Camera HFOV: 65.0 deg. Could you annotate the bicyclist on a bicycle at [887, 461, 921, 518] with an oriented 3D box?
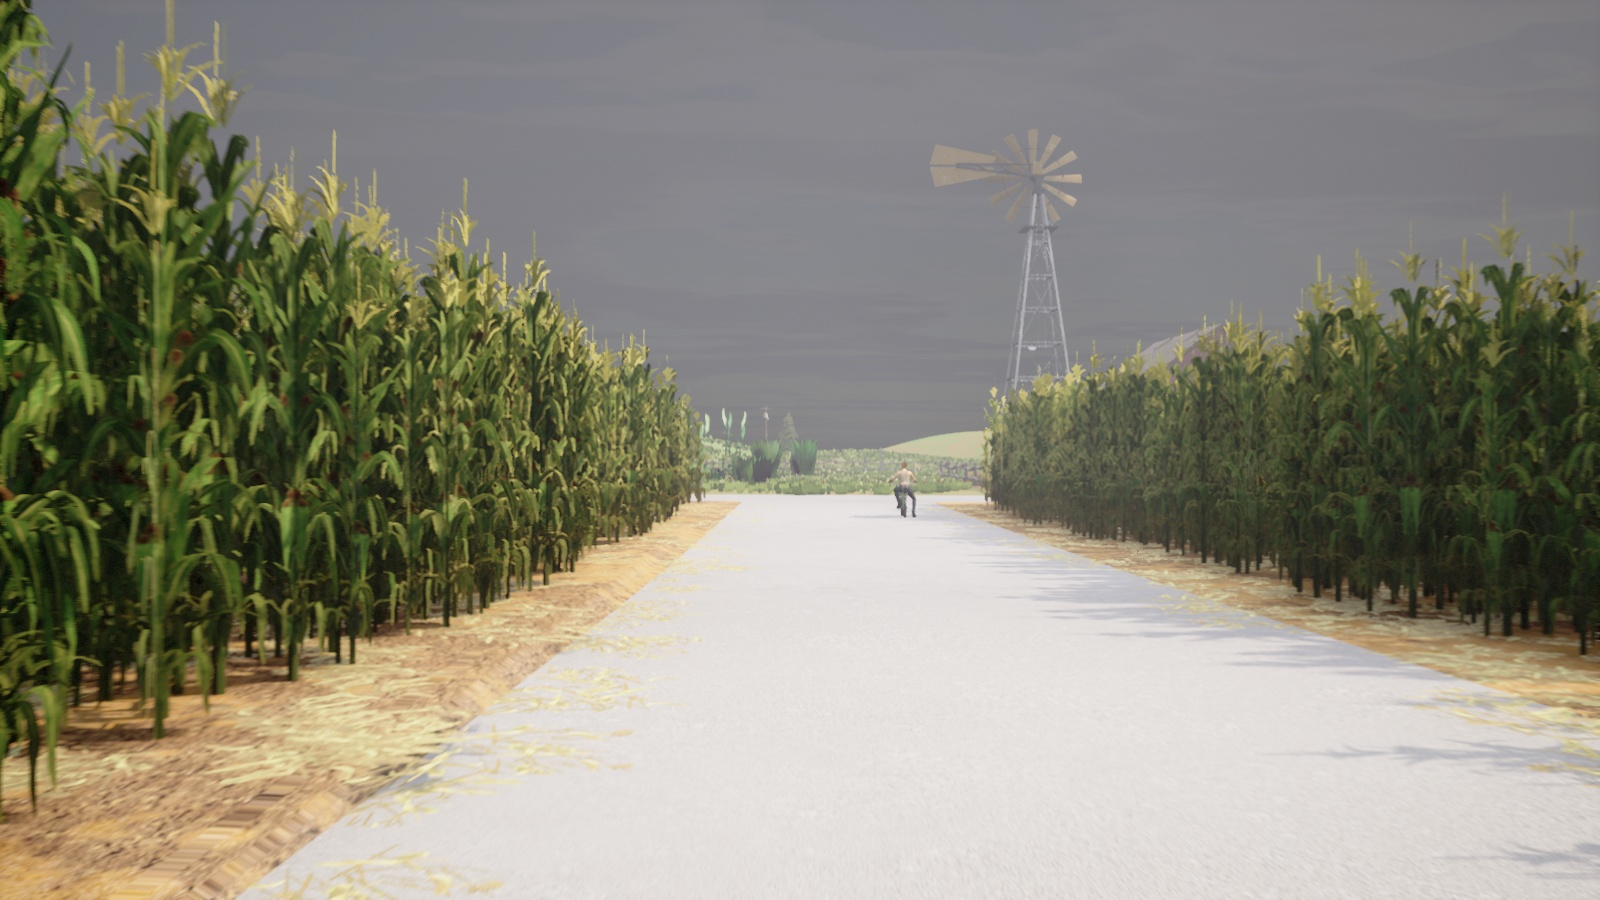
[{"bbox_3d":[3.016,1.136,36.538,0.866,1.612,1.509,0,0,0],"label":"bicyclist on a bicycle"}]
